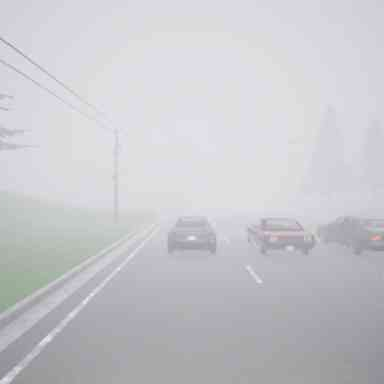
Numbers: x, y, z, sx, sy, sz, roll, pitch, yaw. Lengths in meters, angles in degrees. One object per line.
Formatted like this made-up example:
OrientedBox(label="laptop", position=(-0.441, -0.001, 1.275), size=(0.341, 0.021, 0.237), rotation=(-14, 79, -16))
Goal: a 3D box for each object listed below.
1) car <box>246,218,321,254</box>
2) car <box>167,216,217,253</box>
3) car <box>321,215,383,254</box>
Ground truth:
OrientedBox(label="car", position=(3.505, 1.732, 14.105), size=(1.895, 1.301, 4.718), rotation=(0, 0, 0))
OrientedBox(label="car", position=(0.006, 1.697, 14.289), size=(1.994, 1.385, 4.181), rotation=(0, 0, 0))
OrientedBox(label="car", position=(7.004, 1.677, 13.988), size=(2.033, 1.411, 5.357), rotation=(0, 0, 0))
